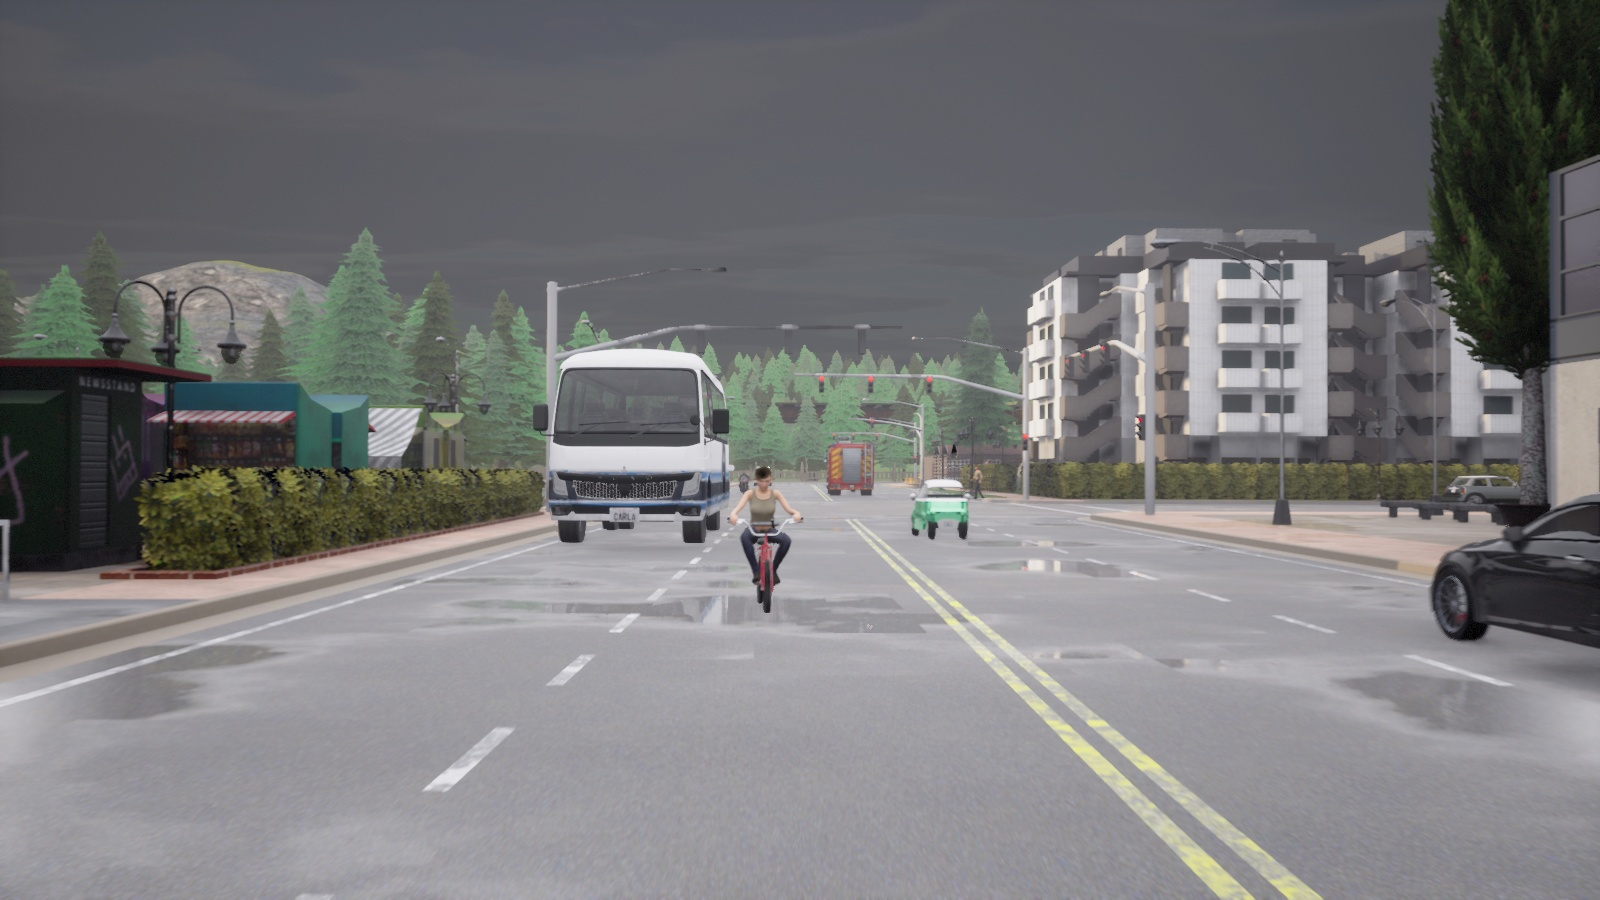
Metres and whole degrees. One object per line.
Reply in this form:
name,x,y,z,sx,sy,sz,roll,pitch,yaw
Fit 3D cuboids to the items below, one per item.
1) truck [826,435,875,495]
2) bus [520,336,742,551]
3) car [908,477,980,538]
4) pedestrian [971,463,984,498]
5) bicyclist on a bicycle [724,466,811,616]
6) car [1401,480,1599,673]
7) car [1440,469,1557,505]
truck,3.297,1.051,84.432,2.891,3.827,8.468,0,-1,0
bus,-3.576,-0.046,29.972,3.944,4.253,10.273,0,-1,0
car,3.425,1.361,30.191,1.481,1.376,2.207,0,-1,0
pedestrian,9.318,1.608,65.969,0.594,1.836,0.345,0,-1,-12
bicyclist on a bicycle,-0.396,0.992,14.290,0.866,1.612,1.509,0,-1,-6
car,6.976,0.985,10.318,1.812,1.442,4.674,0,-1,0
car,29.164,1.543,52.522,3.806,1.475,1.970,0,-1,0
